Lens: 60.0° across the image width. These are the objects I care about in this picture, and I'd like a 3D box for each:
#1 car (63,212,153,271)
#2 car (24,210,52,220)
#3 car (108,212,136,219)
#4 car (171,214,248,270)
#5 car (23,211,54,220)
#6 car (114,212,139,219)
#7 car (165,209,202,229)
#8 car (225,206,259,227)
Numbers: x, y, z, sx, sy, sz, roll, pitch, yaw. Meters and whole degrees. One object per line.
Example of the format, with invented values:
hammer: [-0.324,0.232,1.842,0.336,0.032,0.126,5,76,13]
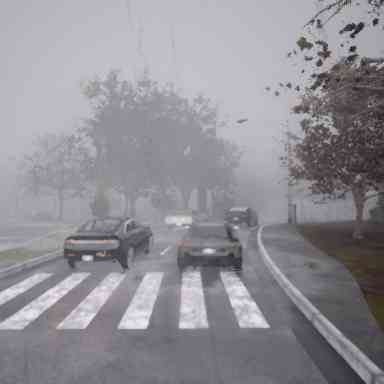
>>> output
car: [-2.600,1.598,11.376,2.128,1.511,4.902,0,-1,5]
car: [-25.495,3.732,55.070,2.097,1.767,4.553,-1,-4,18]
car: [-14.327,4.824,68.190,5.357,1.411,2.033,2,-4,-22]
car: [0.663,1.652,11.372,1.994,1.385,4.181,0,0,5]
car: [-27.397,4.162,59.490,1.882,1.535,5.008,-2,-4,25]
car: [-14.140,5.053,71.715,4.902,1.511,2.128,2,-4,-22]
car: [-0.249,1.879,23.569,1.895,1.301,4.718,-1,-2,15]
car: [3.893,1.843,25.637,1.882,1.535,5.008,-1,-3,19]
